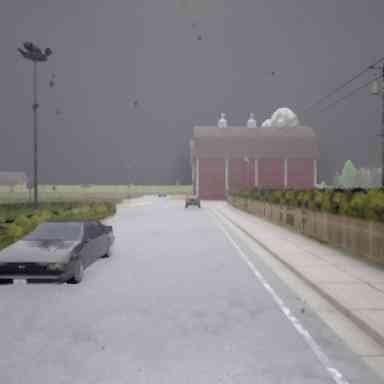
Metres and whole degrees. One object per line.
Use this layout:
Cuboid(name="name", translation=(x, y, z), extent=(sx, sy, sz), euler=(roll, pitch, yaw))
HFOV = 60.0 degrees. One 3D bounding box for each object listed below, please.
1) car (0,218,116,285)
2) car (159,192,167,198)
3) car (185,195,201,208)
Cuboid(name="car", translation=(-3.591, 1.474, 9.600), extent=(2.033, 1.411, 5.357), euler=(0, 0, 0))
Cuboid(name="car", translation=(-8.218, 0.650, 92.830), extent=(2.097, 1.767, 4.553), euler=(0, 0, -3))
Cuboid(name="car", translation=(0.107, 1.186, 42.166), extent=(1.837, 1.490, 4.892), euler=(0, 1, 0))
